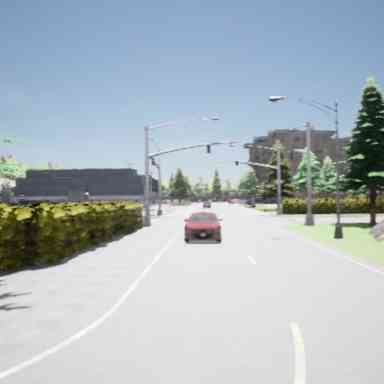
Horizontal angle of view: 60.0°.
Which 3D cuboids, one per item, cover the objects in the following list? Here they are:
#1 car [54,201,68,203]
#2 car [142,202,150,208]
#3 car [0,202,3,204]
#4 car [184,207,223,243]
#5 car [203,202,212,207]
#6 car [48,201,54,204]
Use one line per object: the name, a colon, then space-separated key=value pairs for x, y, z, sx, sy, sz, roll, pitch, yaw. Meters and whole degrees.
car: x=-29.099 y=2.887 z=76.172 sx=1.932 sy=1.855 sz=4.605 roll=-1 pitch=-1 yaw=3
car: x=-10.552 y=2.927 z=74.964 sx=1.845 sy=1.501 sz=3.633 roll=-1 pitch=-1 yaw=3
car: x=-44.795 y=3.133 z=76.659 sx=2.152 sy=1.636 sz=5.027 roll=-1 pitch=-1 yaw=3
car: x=0.658 y=1.825 z=18.294 sx=1.882 sy=1.535 sz=5.008 roll=-1 pitch=-1 yaw=3
car: x=3.160 y=2.792 z=69.513 sx=1.837 sy=1.490 sz=4.892 roll=-1 pitch=-1 yaw=3
car: x=-32.023 y=2.895 z=75.927 sx=1.905 sy=1.878 sz=3.866 roll=-1 pitch=-1 yaw=3
